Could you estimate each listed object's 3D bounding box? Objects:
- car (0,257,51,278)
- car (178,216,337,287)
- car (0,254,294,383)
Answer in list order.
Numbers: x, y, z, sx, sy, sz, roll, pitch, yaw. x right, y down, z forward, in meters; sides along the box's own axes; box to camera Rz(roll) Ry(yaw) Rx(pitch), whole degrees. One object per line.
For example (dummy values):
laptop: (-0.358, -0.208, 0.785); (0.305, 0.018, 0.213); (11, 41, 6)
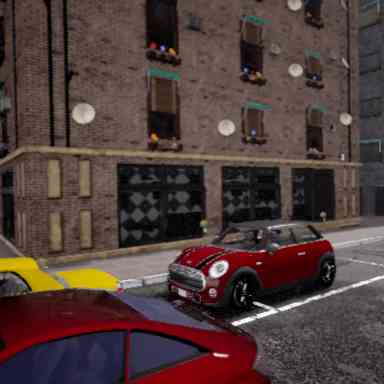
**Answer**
car: (-3.253, 1.527, 4.256); (4.829, 1.417, 1.752); (0, -1, -36)
car: (1.425, 1.413, 7.598); (4.097, 1.590, 1.967); (0, -1, -36)
car: (-1.320, 1.563, 2.437); (4.181, 1.385, 1.994); (0, 0, -36)
